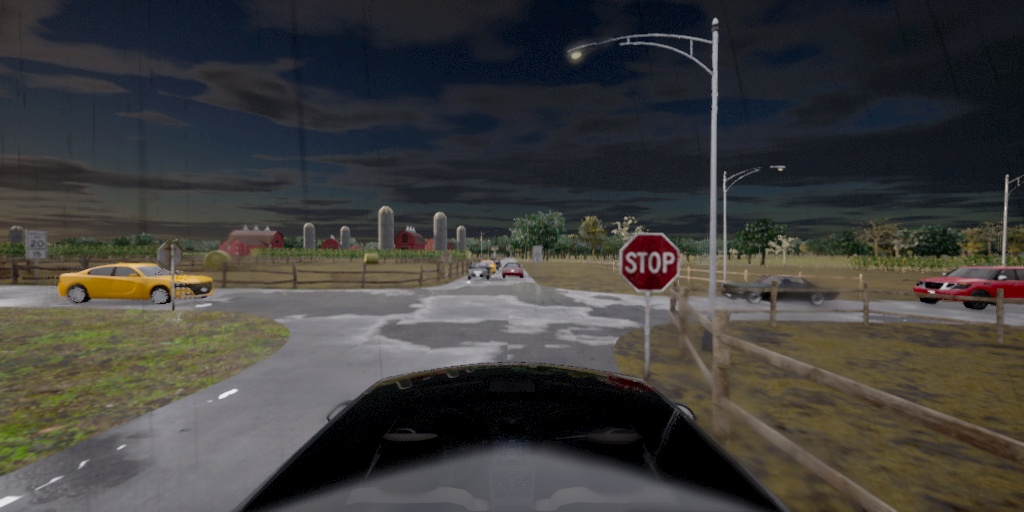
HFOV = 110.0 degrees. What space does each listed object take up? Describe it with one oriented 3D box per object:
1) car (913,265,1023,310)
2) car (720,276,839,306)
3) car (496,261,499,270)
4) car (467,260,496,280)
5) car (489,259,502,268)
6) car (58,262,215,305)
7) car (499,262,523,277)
[{"bbox_3d":[23.142,1.475,17.453,5.566,2.045,2.150,1,1,0],"label":"car"},{"bbox_3d":[12.734,1.628,17.389,4.718,1.301,1.895,1,1,0],"label":"car"},{"bbox_3d":[-2.884,1.256,41.243,1.882,1.535,5.008,0,0,0],"label":"car"},{"bbox_3d":[-2.842,1.269,31.846,2.128,1.511,4.902,0,0,-1],"label":"car"},{"bbox_3d":[-2.827,1.322,61.911,2.033,1.411,5.357,0,0,0],"label":"car"},{"bbox_3d":[-14.722,1.033,14.248,5.008,1.535,1.882,1,1,0],"label":"car"},{"bbox_3d":[0.064,1.342,35.095,1.994,1.385,4.181,0,0,0],"label":"car"}]
